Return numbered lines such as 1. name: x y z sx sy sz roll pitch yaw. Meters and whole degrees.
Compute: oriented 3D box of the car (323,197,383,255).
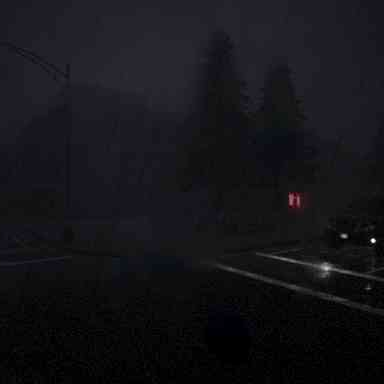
1. car: 7.745 1.248 13.719 5.566 2.045 2.150 0 0 -36
